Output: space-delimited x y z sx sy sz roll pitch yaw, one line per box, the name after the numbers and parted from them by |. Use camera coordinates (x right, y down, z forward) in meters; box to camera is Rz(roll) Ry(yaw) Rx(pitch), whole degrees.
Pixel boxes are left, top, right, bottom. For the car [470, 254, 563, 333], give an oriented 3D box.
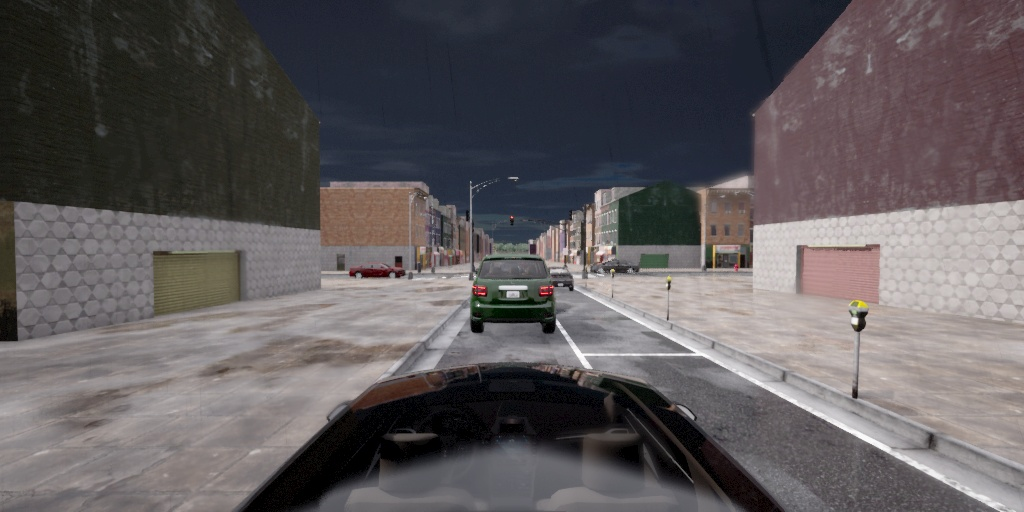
0.029 0.968 10.859 2.150 2.045 5.566 0 0 0 | car

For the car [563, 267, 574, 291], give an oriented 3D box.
2.593 1.296 21.274 2.007 1.370 4.403 0 0 0 | car

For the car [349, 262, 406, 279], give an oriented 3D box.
-12.398 1.337 33.202 5.008 1.535 1.882 0 1 -1 | car

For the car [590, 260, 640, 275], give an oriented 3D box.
10.363 1.152 36.381 4.892 1.490 1.837 0 1 3 | car
